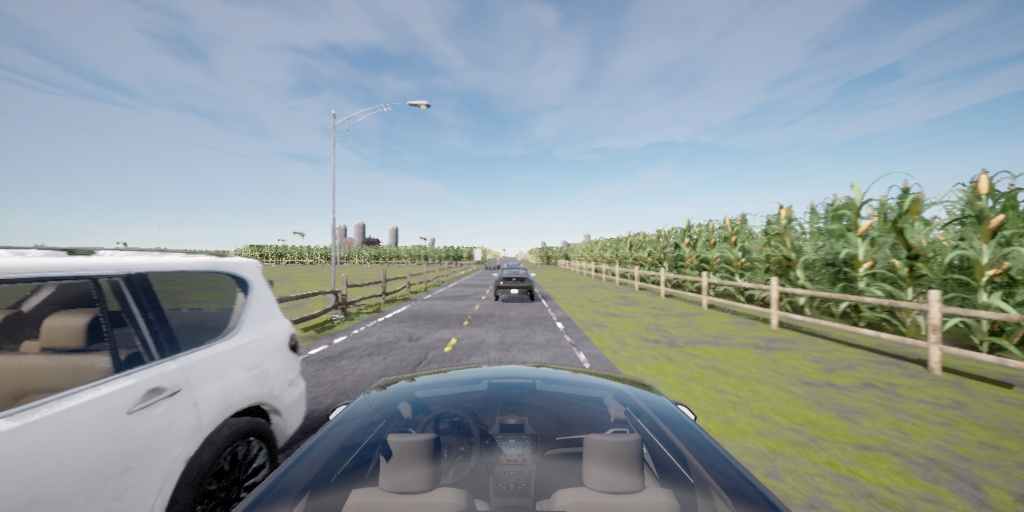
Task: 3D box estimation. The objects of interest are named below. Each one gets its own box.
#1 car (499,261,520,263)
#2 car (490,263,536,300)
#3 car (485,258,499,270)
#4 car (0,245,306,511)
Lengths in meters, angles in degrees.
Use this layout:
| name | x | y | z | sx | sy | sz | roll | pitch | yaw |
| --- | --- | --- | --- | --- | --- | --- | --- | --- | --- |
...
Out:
| name | x | y | z | sx | sy | sz | roll | pitch | yaw |
| --- | --- | --- | --- | --- | --- | --- | --- | --- | --- |
| car | 0.114 | 1.227 | 35.115 | 2.128 | 1.511 | 4.902 | 0 | 0 | 0 |
| car | 0.106 | 1.250 | 17.612 | 1.837 | 1.490 | 4.892 | 0 | 0 | 0 |
| car | -2.750 | 1.071 | 51.497 | 2.097 | 1.767 | 4.553 | 0 | 0 | 0 |
| car | -2.849 | 0.971 | 0.812 | 2.150 | 2.045 | 5.566 | 0 | 0 | 0 |
